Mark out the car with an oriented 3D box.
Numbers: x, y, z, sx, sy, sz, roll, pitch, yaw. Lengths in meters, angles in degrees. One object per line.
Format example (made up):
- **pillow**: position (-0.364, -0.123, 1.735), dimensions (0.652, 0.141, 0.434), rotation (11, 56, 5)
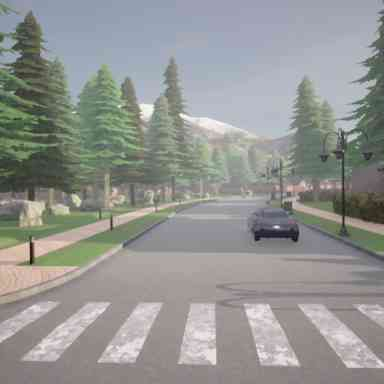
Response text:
- **car**: position (3.772, 1.430, 16.056), dimensions (1.994, 1.385, 4.181), rotation (0, 1, 5)
